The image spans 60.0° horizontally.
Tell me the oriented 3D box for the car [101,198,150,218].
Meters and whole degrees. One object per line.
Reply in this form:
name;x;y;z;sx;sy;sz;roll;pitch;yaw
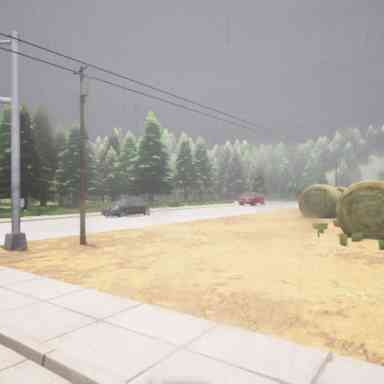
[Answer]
car;-5.932;1.324;30.012;2.097;1.767;4.553;0;0;37

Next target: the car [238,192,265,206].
car;9.053;1.064;49.995;2.150;2.045;5.566;0;0;37
